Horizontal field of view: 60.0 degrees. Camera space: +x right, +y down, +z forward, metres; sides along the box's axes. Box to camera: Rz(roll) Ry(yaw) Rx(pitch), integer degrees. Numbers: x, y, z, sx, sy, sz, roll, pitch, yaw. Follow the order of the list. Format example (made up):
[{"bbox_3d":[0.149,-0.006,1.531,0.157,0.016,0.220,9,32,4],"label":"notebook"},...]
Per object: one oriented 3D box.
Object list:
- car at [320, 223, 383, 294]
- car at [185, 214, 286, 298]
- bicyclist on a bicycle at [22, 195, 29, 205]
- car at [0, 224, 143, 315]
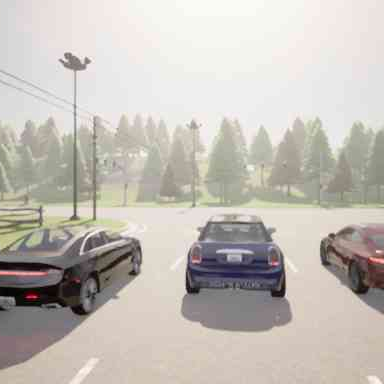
[{"bbox_3d":[4.647,1.513,8.491,1.812,1.442,4.674,0,0,8],"label":"car"},{"bbox_3d":[1.154,1.340,8.798,2.097,1.767,4.553,0,0,8],"label":"car"},{"bbox_3d":[-25.979,1.245,51.962,0.582,1.620,1.656,0,0,8],"label":"bicyclist on a bicycle"},{"bbox_3d":[-2.554,1.483,7.589,2.128,1.511,4.902,0,0,8],"label":"car"}]
